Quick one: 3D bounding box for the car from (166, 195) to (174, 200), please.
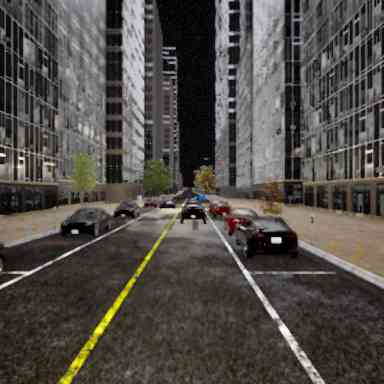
[{"bbox_3d":[-5.713,1.454,86.660,2.008,1.369,4.403,0,0,0],"label":"car"}]

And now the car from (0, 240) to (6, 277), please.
[{"bbox_3d":[-5.695,1.565,6.967,1.947,1.339,4.313,0,0,0],"label":"car"}]

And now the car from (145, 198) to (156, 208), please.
[{"bbox_3d":[-5.704,1.517,46.812,1.887,1.381,4.507,0,0,0],"label":"car"}]

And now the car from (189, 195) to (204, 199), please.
[{"bbox_3d":[0.089,1.524,42.876,2.033,1.411,5.357,0,0,0],"label":"car"}]

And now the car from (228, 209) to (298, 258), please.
[{"bbox_3d":[2.685,1.563,12.652,1.947,1.339,4.313,0,0,0],"label":"car"}]

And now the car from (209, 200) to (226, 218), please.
[{"bbox_3d":[2.681,1.569,29.730,1.802,1.307,4.206,0,0,0],"label":"car"}]

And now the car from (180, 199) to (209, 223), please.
[{"bbox_3d":[0.096,1.516,25.284,1.812,1.442,4.674,0,0,0],"label":"car"}]

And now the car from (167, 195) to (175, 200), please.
[{"bbox_3d":[-5.714,1.440,92.352,2.008,1.369,4.403,0,0,0],"label":"car"}]

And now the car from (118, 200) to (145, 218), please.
[{"bbox_3d":[-5.700,1.553,29.735,1.947,1.339,4.313,0,0,0],"label":"car"}]

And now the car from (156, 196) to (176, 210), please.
[{"bbox_3d":[-3.100,1.540,42.708,1.994,1.385,4.181,0,0,0],"label":"car"}]

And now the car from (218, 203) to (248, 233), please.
[{"bbox_3d":[2.683,1.539,18.345,1.887,1.381,4.507,0,0,0],"label":"car"}]

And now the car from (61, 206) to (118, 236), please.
[{"bbox_3d":[-5.697,1.560,18.351,1.947,1.339,4.313,0,0,0],"label":"car"}]

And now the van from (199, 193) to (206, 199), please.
[{"bbox_3d":[2.667,1.244,86.657,1.690,1.788,3.998,0,0,0],"label":"van"}]
